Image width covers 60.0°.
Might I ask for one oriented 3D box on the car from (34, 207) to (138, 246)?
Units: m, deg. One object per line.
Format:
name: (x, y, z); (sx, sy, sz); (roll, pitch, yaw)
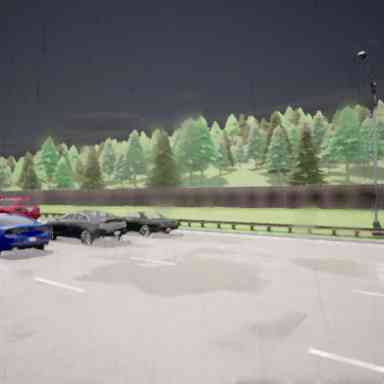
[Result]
car: (-5.287, 1.636, 16.241); (4.902, 1.511, 2.128); (-1, 0, 36)

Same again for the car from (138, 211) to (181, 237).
car: (-3.040, 1.742, 18.931); (4.718, 1.301, 1.895); (-1, 0, 36)

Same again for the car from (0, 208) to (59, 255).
car: (-7.934, 1.628, 13.843); (5.008, 1.535, 1.882); (0, 0, 36)

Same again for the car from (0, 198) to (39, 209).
car: (-14.681, 1.516, 27.289); (5.566, 2.045, 2.150); (0, 0, 36)
